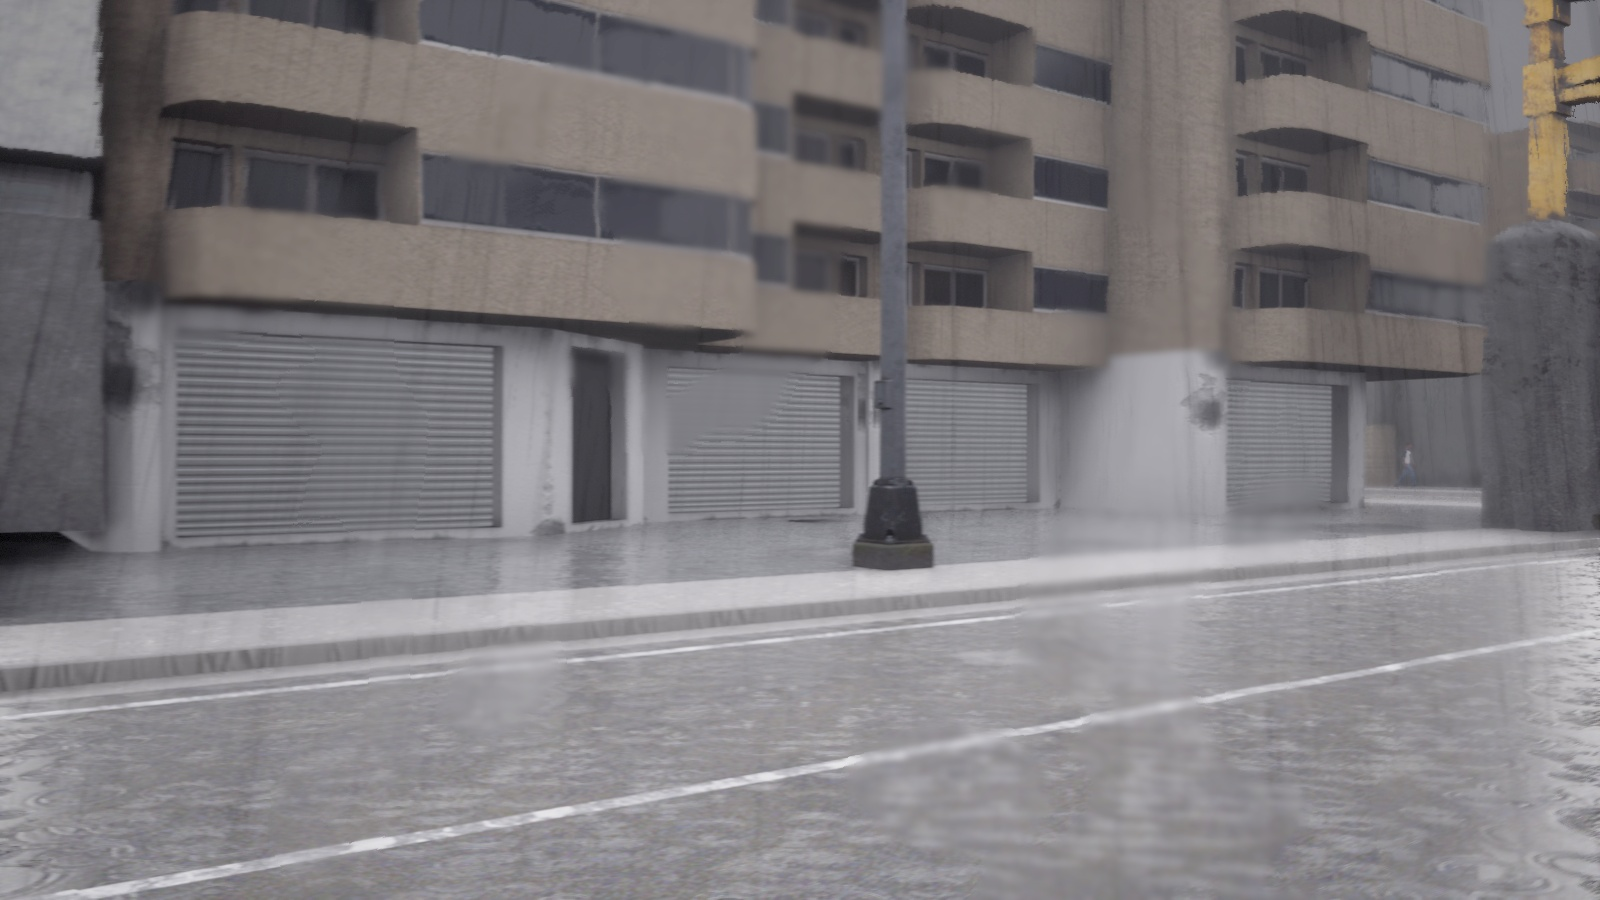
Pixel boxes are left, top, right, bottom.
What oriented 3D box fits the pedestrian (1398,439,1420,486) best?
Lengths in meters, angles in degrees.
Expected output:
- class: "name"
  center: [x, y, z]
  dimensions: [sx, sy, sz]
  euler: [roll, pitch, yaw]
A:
- class: "pedestrian"
  center: [24.010, 0.481, 49.530]
  dimensions: [0.706, 1.836, 0.354]
  euler: [0, 0, 42]
